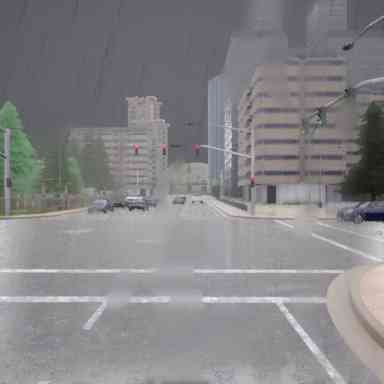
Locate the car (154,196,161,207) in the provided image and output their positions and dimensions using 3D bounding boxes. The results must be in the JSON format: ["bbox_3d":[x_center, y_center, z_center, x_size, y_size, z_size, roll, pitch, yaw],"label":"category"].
[{"bbox_3d":[-6.230,1.564,49.497,1.994,1.385,4.181,0,0,0],"label":"car"}]

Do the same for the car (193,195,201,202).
[{"bbox_3d":[1.133,1.521,76.618,1.812,1.442,4.674,0,0,1],"label":"car"}]

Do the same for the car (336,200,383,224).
[{"bbox_3d":[12.948,1.352,24.084,4.553,1.767,2.097,0,0,1],"label":"car"}]

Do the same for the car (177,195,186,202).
[{"bbox_3d":[-2.360,1.478,77.306,1.882,1.535,5.008,0,0,1],"label":"car"}]

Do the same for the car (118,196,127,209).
[{"bbox_3d":[-9.772,1.601,45.513,1.895,1.301,4.718,0,0,1],"label":"car"}]

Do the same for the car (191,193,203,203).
[{"bbox_3d":[1.038,1.221,66.933,2.150,2.045,5.566,0,0,1],"label":"car"}]

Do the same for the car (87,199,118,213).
[{"bbox_3d":[-9.846,1.526,36.413,1.812,1.442,4.674,0,0,1],"label":"car"}]

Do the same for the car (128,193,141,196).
[{"bbox_3d":[-9.659,1.221,55.472,2.150,2.045,5.566,0,0,1],"label":"car"}]

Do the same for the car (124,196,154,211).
[{"bbox_3d":[-6.325,1.547,40.291,2.033,1.411,5.357,0,0,1],"label":"car"}]

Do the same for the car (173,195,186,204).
[{"bbox_3d":[-2.408,1.563,62.264,1.994,1.385,4.181,0,0,1],"label":"car"}]

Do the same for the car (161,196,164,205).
[{"bbox_3d":[-6.104,1.477,59.955,1.882,1.535,5.008,0,0,0],"label":"car"}]

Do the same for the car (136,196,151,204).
[{"bbox_3d":[-9.510,1.491,65.704,2.128,1.511,4.902,0,0,1],"label":"car"}]
